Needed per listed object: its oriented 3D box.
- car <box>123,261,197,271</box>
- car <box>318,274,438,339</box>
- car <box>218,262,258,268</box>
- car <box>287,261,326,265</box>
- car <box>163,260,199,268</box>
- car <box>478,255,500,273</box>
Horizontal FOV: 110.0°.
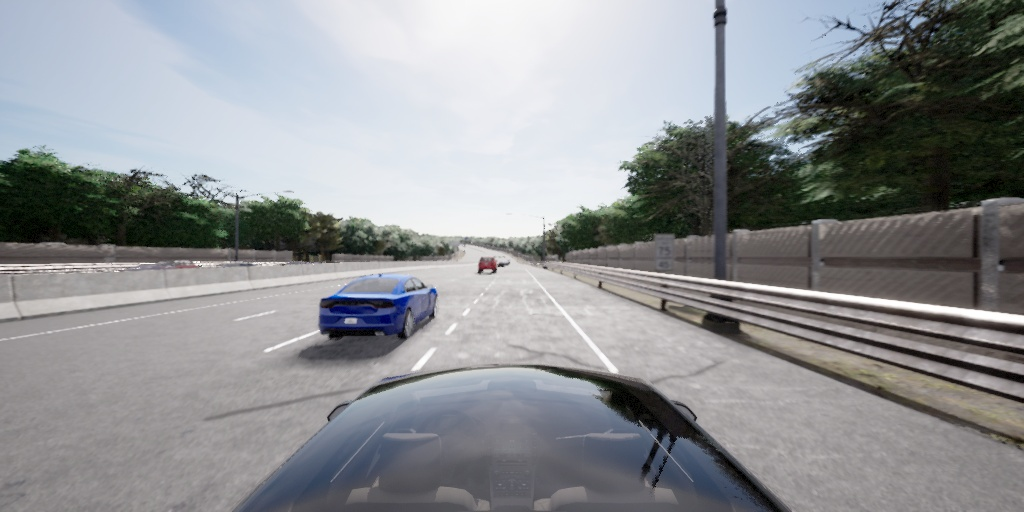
[{"bbox_3d":[-27.833,1.338,27.579,2.033,1.411,5.357,0,0,1],"label":"car"},{"bbox_3d":[-3.421,1.244,10.139,1.882,1.535,5.008,0,0,1],"label":"car"},{"bbox_3d":[-24.279,1.307,31.614,1.837,1.490,4.892,0,-1,1],"label":"car"},{"bbox_3d":[-20.663,1.370,37.706,2.033,1.411,5.357,0,0,1],"label":"car"},{"bbox_3d":[-31.254,1.152,32.713,2.097,1.767,4.553,0,0,1],"label":"car"},{"bbox_3d":[-3.069,1.100,45.886,2.150,2.045,5.566,0,0,1],"label":"car"}]
